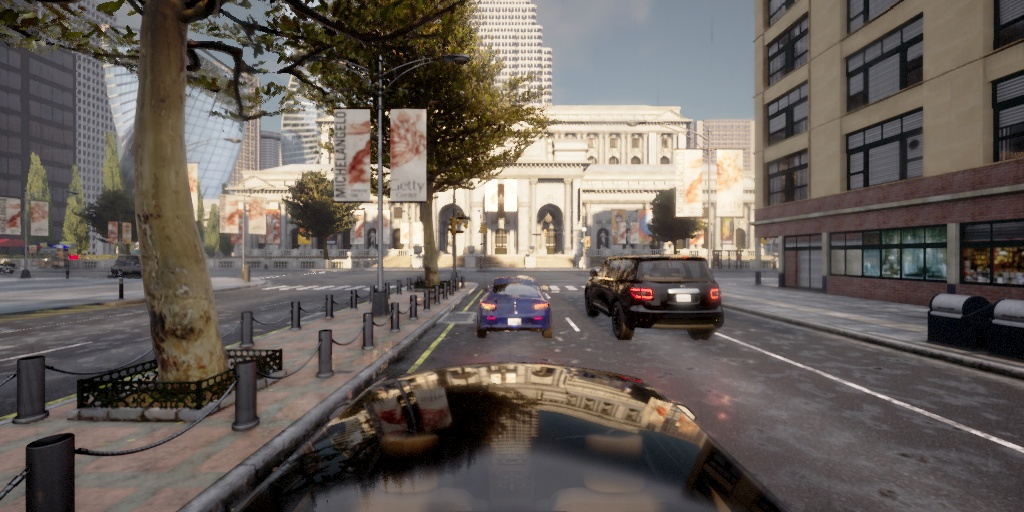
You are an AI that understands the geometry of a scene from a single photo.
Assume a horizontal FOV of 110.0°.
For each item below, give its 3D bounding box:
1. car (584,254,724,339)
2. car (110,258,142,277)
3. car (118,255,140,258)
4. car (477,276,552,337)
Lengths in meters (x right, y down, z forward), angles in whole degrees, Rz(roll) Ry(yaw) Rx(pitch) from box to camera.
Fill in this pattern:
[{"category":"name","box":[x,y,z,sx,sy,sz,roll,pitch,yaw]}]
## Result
[{"category":"car","box":[3.582,0.971,10.160,2.150,2.045,5.566,0,0,0]},{"category":"car","box":[-35.194,1.240,34.214,4.902,1.511,2.128,0,0,0]},{"category":"car","box":[-38.460,0.970,37.736,5.566,2.045,2.150,0,0,1]},{"category":"car","box":[0.076,1.275,10.150,1.812,1.442,4.674,0,0,0]}]
